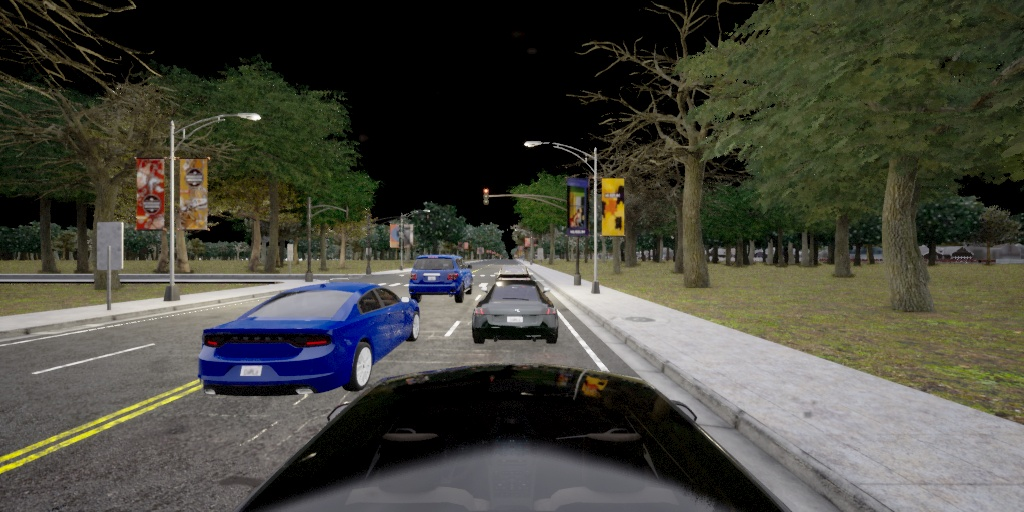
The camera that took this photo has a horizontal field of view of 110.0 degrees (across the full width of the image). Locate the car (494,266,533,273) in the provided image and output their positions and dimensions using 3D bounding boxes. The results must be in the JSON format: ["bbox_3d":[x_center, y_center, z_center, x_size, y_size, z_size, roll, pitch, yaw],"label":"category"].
[{"bbox_3d":[0.098,1.244,18.510,2.128,1.511,4.902,0,0,0],"label":"car"}]

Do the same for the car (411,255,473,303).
[{"bbox_3d":[-3.152,0.974,16.768,2.150,2.045,5.566,0,0,0],"label":"car"}]

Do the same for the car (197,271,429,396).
[{"bbox_3d":[-3.150,1.228,6.782,1.882,1.535,5.008,0,0,0],"label":"car"}]

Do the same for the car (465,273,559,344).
[{"bbox_3d":[0.093,1.315,9.608,1.994,1.385,4.181,0,0,1],"label":"car"}]
